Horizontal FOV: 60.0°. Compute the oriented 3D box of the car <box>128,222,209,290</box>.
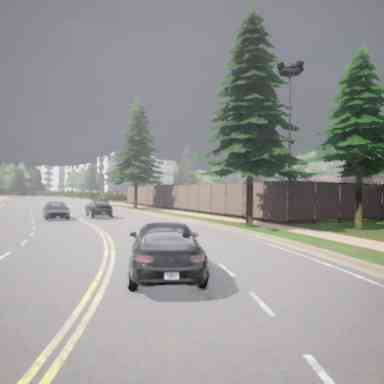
[{"bbox_3d":[-0.726,1.549,9.063,1.812,1.442,4.674,1,0,-8],"label":"car"}]

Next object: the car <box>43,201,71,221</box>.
[{"bbox_3d":[-10.986,1.472,26.861,2.033,1.411,5.357,1,0,-26],"label":"car"}]

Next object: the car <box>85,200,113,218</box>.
[{"bbox_3d":[-8.334,1.483,29.658,1.837,1.490,4.892,1,0,-26],"label":"car"}]
